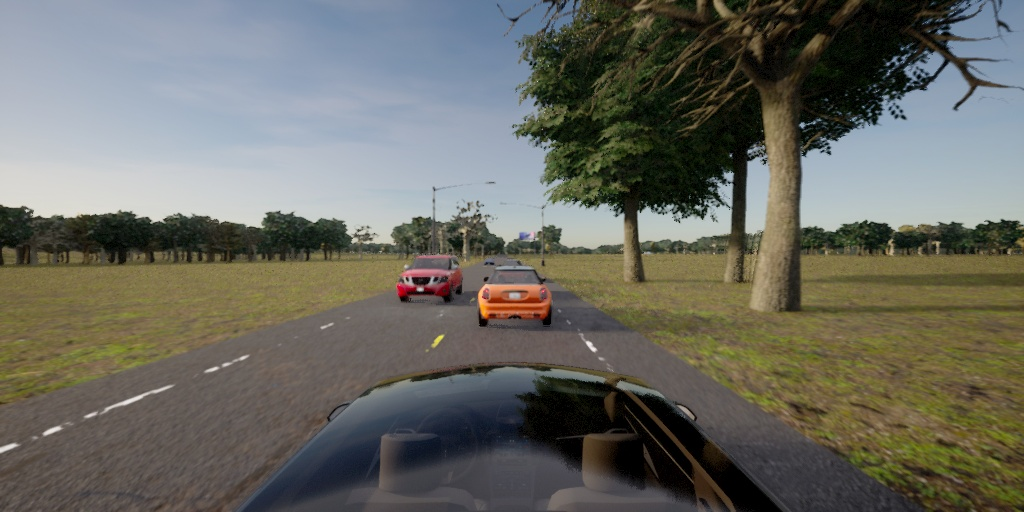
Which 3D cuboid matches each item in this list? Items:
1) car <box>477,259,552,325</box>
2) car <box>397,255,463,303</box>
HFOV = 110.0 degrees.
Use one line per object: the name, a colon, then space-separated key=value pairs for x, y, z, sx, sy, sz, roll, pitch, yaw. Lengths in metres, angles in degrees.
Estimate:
car: x=0.084 y=1.094 z=11.851 sx=2.097 sy=1.767 sz=4.553 roll=0 pitch=0 yaw=0
car: x=-3.628 y=0.957 z=16.923 sx=2.150 sy=2.045 sz=5.566 roll=0 pitch=0 yaw=0
